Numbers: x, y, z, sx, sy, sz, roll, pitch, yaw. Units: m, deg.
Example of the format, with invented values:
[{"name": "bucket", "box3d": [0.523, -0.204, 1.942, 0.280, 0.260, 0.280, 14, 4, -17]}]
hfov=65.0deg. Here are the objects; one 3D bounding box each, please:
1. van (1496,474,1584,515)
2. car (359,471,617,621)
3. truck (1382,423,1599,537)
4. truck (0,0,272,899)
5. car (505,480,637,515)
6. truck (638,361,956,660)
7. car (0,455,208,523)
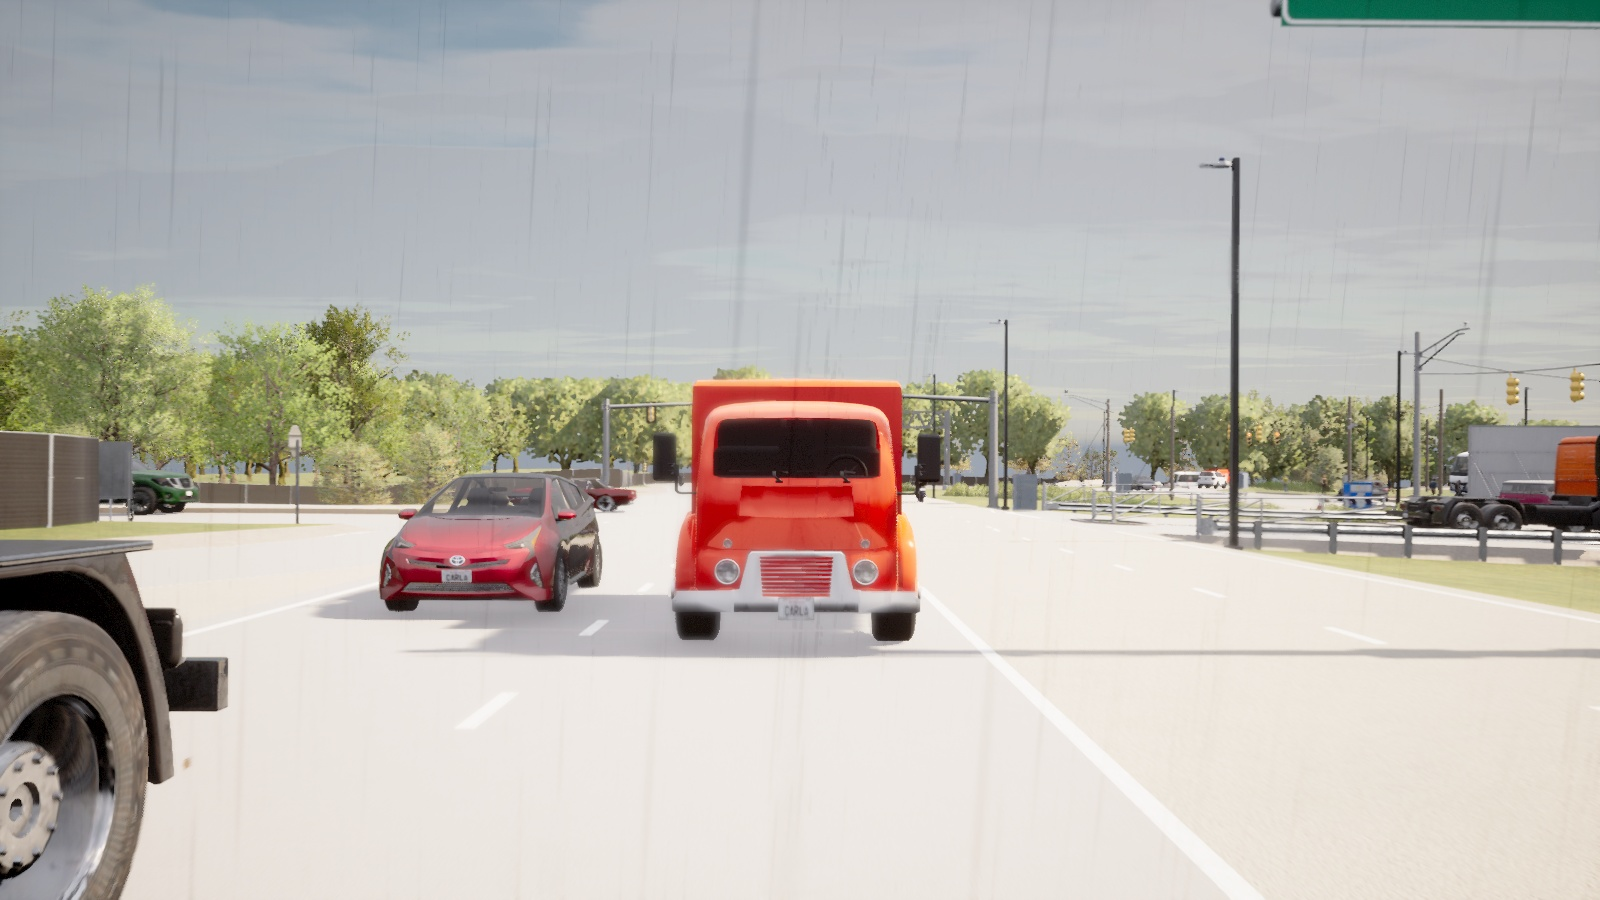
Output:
[{"name": "van", "box3d": [37.999, 2.243, 64.622, 1.775, 1.987, 4.442, 0, -1, -1]}, {"name": "car", "box3d": [-3.537, 1.027, 15.172, 2.007, 1.525, 4.514, 0, -1, 0]}, {"name": "truck", "box3d": [23.405, 0.970, 40.500, 7.936, 3.462, 2.891, 1, -1, -1]}, {"name": "truck", "box3d": [-3.506, -0.138, 0.937, 2.891, 3.462, 7.936, 0, -1, 0]}, {"name": "car", "box3d": [-8.692, 1.792, 47.968, 4.718, 1.301, 1.895, 0, -1, -1]}, {"name": "truck", "box3d": [-0.033, 0.544, 13.015, 2.627, 2.467, 5.204, 0, -1, 0]}, {"name": "car", "box3d": [-22.239, 1.225, 40.209, 5.566, 2.045, 2.150, -1, -1, 0]}]
